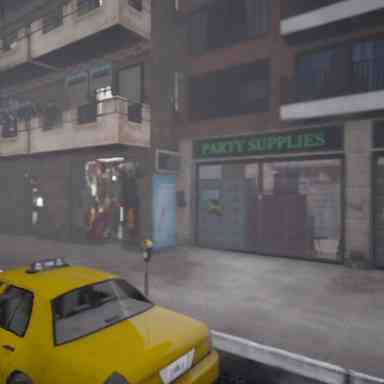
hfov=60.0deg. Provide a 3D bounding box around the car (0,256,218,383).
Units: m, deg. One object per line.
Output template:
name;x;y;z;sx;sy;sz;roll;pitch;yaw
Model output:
car;-2.007;1.525;4.304;4.829;1.417;1.752;0;0;36
